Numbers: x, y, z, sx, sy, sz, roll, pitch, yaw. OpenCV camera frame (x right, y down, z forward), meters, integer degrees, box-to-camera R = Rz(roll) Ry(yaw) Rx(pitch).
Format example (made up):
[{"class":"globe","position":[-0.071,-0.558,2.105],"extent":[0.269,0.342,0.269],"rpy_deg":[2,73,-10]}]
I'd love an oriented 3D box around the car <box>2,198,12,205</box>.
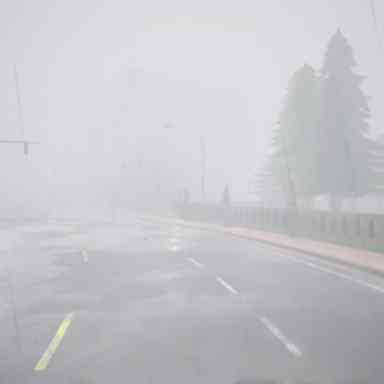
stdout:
[{"class":"car","position":[-44.886,2.315,80.866],"extent":[2.128,1.511,4.902],"rpy_deg":[0,-1,-30]}]

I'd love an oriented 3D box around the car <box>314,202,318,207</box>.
[{"class":"car","position":[23.542,2.213,63.054],"extent":[5.357,1.411,2.033],"rpy_deg":[0,-1,-30]}]
